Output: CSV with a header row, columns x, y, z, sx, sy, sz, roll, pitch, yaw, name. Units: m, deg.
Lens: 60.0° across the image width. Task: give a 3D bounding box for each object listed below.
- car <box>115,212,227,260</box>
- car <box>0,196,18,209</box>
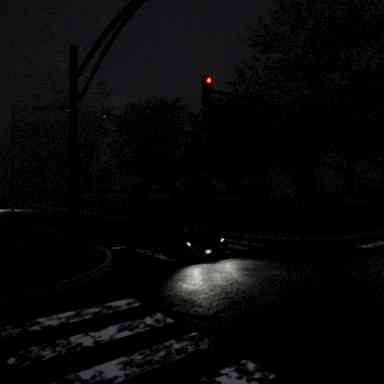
x,y,z,sx,sy,sz,roll,pitch,yaw,name
-1.078,1.489,12.632,2.033,1.411,5.357,0,0,-37,car
-22.995,1.323,41.355,1.837,1.490,4.892,0,0,-37,car
